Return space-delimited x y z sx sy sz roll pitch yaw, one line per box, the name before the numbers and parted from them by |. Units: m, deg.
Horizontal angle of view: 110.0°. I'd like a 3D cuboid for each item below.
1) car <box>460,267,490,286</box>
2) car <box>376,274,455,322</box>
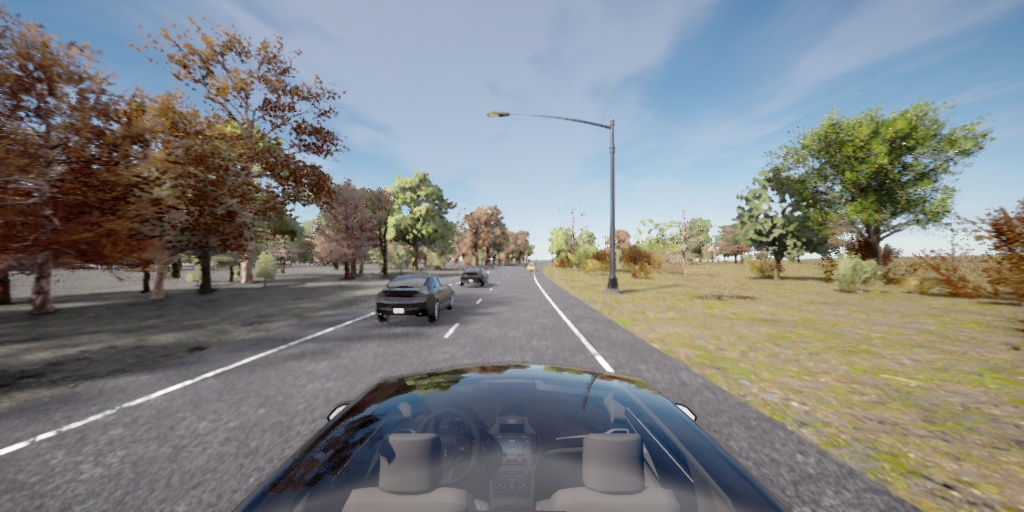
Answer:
car | -2.963 1.609 28.964 1.837 1.490 4.892 0 -1 2
car | -3.309 1.400 12.999 1.837 1.490 4.892 0 -1 1
